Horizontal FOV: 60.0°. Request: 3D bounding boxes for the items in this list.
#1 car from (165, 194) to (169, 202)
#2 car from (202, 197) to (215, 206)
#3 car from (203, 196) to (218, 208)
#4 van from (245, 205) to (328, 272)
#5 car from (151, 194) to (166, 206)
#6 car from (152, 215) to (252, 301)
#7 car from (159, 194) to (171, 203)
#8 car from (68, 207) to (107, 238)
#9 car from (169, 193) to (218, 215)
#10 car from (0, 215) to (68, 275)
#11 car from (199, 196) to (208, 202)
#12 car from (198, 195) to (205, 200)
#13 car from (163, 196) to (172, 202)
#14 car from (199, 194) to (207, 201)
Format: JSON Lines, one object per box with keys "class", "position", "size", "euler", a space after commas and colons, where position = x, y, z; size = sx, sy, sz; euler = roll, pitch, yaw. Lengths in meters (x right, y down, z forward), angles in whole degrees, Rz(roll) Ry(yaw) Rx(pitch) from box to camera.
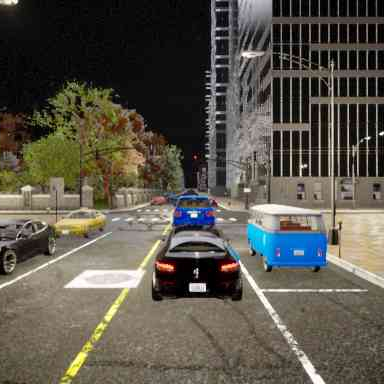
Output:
{"class": "car", "position": [-5.707, 1.520, 59.945], "size": [2.008, 1.369, 4.403], "euler": [0, 0, 0]}
{"class": "car", "position": [2.675, 1.539, 54.268], "size": [1.947, 1.339, 4.313], "euler": [0, 0, 0]}
{"class": "car", "position": [2.678, 1.416, 48.587], "size": [1.967, 1.590, 4.097], "euler": [0, 0, 0]}
{"class": "van", "position": [2.772, 1.337, 10.462], "size": [1.690, 1.788, 3.998], "euler": [0, 0, 0]}
{"class": "car", "position": [-5.705, 1.517, 54.263], "size": [1.887, 1.381, 4.507], "euler": [0, 0, 0]}
{"class": "car", "position": [0.100, 1.523, 8.186], "size": [1.812, 1.442, 4.674], "euler": [0, 0, 0]}
{"class": "car", "position": [-5.710, 1.277, 71.312], "size": [2.192, 1.841, 5.009], "euler": [0, 0, 0]}
{"class": "car", "position": [-5.823, 1.518, 17.692], "size": [1.752, 1.417, 4.829], "euler": [0, 0, 0]}
{"class": "car", "position": [0.095, 1.214, 18.536], "size": [2.150, 2.045, 5.566], "euler": [0, 0, 0]}
{"class": "car", "position": [-5.772, 1.562, 10.458], "size": [1.947, 1.339, 4.313], "euler": [0, 0, 0]}
{"class": "car", "position": [2.668, 1.521, 76.992], "size": [1.947, 1.339, 4.313], "euler": [0, 0, 0]}
{"class": "car", "position": [2.664, 1.453, 94.209], "size": [1.752, 1.417, 4.829], "euler": [0, 0, 0]}
{"class": "car", "position": [-5.713, 1.538, 76.994], "size": [1.802, 1.307, 4.206], "euler": [0, 0, 0]}
{"class": "car", "position": [2.667, 1.388, 82.673], "size": [1.967, 1.590, 4.097], "euler": [0, 0, 0]}
